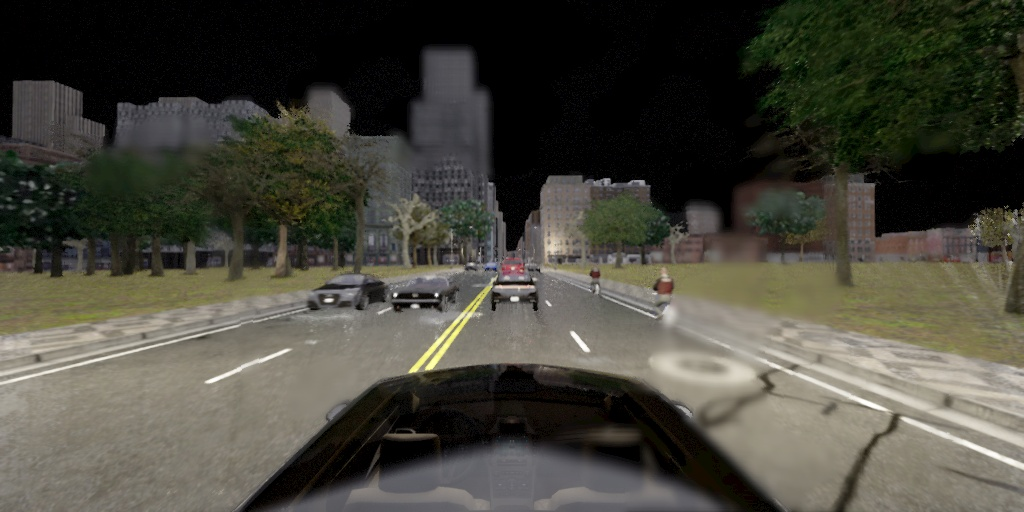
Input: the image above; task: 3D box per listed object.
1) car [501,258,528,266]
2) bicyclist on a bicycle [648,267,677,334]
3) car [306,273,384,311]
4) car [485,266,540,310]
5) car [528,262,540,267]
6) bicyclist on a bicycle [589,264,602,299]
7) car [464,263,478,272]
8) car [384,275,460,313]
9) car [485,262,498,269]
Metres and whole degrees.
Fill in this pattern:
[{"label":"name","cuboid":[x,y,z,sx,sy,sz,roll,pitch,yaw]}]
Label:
[{"label":"car","cuboid":[0.095,1.258,34.660,2.150,2.045,5.566,0,-1,0]},{"label":"bicyclist on a bicycle","cuboid":[4.142,1.188,9.991,0.659,1.776,1.843,0,0,0]},{"label":"car","cuboid":[-6.601,1.425,14.915,1.994,1.385,4.181,0,0,0]},{"label":"car","cuboid":[0.098,1.355,15.326,2.128,1.511,4.902,0,0,0]},{"label":"car","cuboid":[3.338,1.839,55.906,1.895,1.301,4.718,0,-1,0]},{"label":"bicyclist on a bicycle","cuboid":[4.141,1.258,18.050,0.659,1.776,1.843,0,0,0]},{"label":"car","cuboid":[-6.553,1.810,58.282,2.033,1.411,5.357,0,-1,1]},{"label":"car","cuboid":[-3.352,1.459,14.655,1.895,1.301,4.718,0,0,0]},{"label":"car","cuboid":[-3.313,1.732,57.429,1.882,1.535,5.008,0,-1,1]}]
